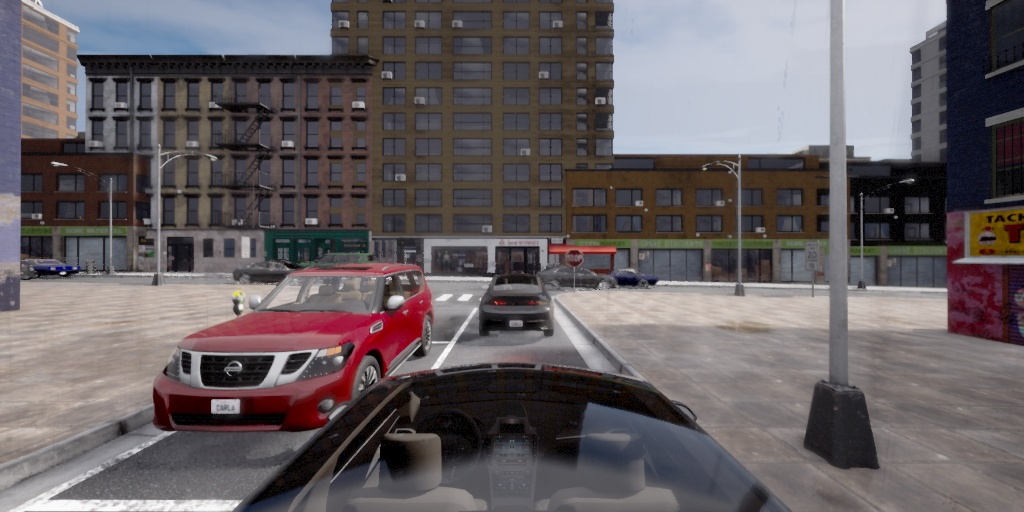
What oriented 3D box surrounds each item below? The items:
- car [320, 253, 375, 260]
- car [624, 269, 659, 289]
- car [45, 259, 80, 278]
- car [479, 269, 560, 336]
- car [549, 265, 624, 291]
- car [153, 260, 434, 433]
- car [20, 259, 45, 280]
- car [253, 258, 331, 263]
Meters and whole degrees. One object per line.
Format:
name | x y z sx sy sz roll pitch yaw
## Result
car | -11.992 0.799 24.610 5.566 2.045 2.150 1 0 0
car | 7.377 1.524 24.661 4.718 1.301 1.895 1 0 0
car | -32.958 0.865 24.547 4.718 1.301 1.895 1 0 0
car | 0.140 1.254 10.377 1.837 1.490 4.892 0 0 1
car | 3.884 1.342 21.708 4.892 1.490 1.837 1 0 0
car | -2.632 1.064 5.811 2.192 1.841 5.009 0 0 0
car | -31.688 0.832 21.604 4.181 1.385 1.994 1 0 0
car | -14.027 1.038 21.653 4.892 1.490 1.837 1 0 0
